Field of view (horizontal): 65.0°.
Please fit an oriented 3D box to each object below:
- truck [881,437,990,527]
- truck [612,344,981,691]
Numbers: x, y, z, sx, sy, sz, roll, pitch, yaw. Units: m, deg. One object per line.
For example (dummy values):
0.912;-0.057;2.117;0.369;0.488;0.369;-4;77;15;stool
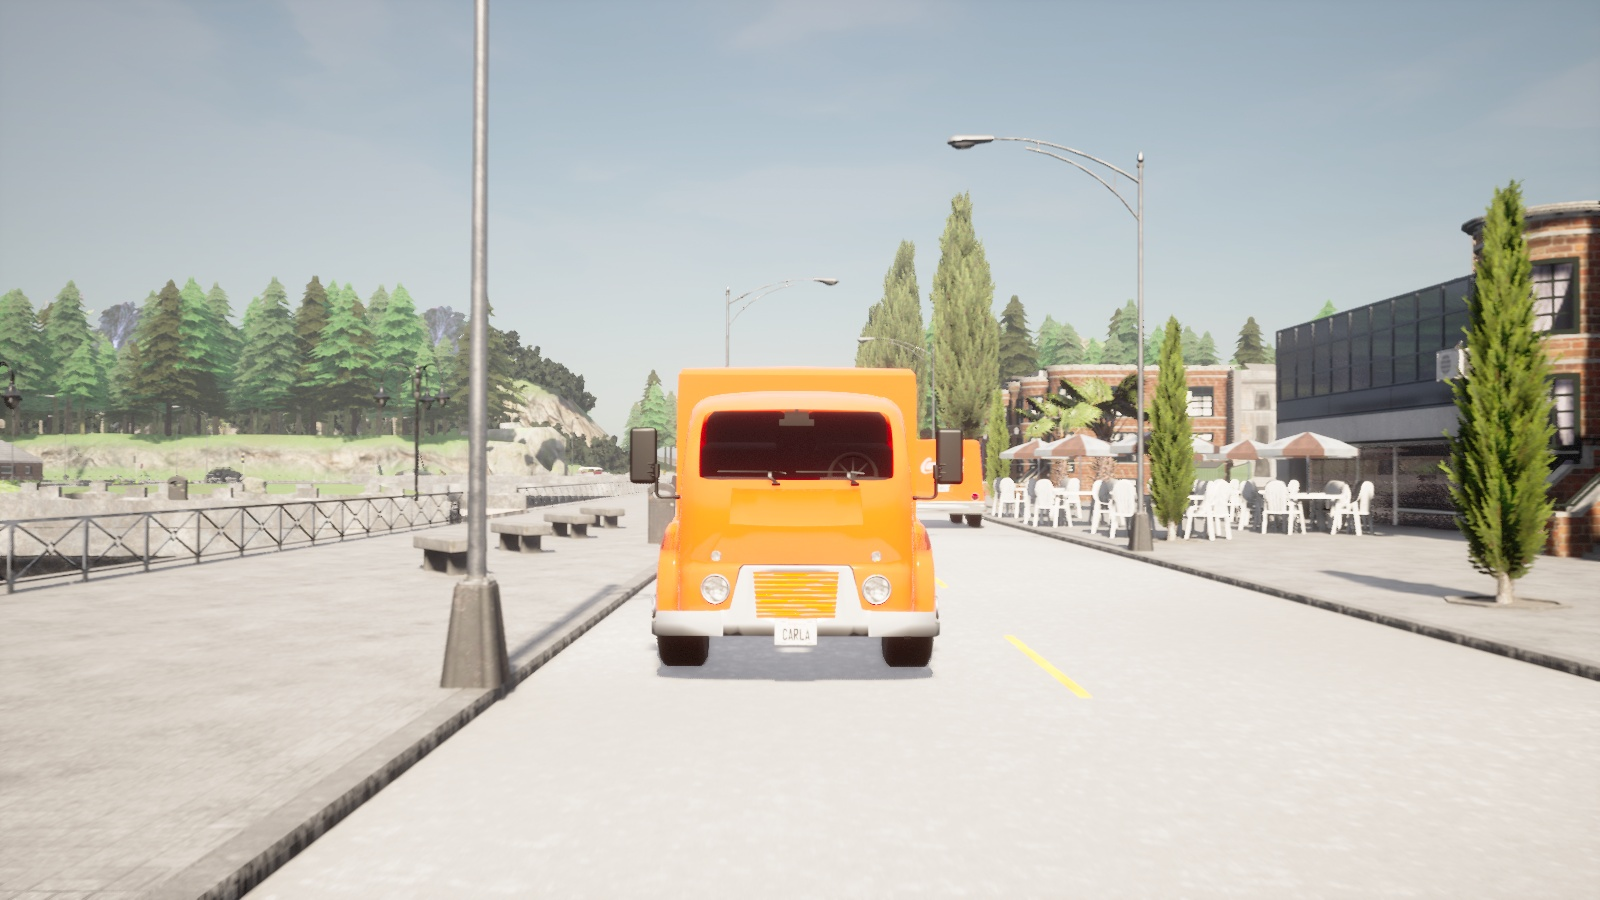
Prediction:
3.901;0.935;37.170;2.627;2.467;5.204;0;-1;0;truck
-0.032;0.522;11.581;2.627;2.467;5.204;0;-1;0;truck
